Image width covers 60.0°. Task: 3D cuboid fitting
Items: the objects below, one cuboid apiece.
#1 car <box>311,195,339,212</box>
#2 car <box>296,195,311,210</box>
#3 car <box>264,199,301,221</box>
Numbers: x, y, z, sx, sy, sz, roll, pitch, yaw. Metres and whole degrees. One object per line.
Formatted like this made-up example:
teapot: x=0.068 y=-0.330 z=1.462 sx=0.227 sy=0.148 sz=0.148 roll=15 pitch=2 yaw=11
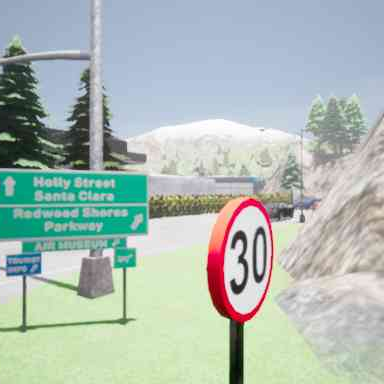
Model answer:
car: x=17.225 y=1.526 z=42.496 sx=2.097 sy=1.767 sz=4.553 roll=0 pitch=0 yaw=36
car: x=15.792 y=1.479 z=46.648 sx=2.150 sy=2.045 sz=5.566 roll=0 pitch=0 yaw=36
car: x=7.462 y=1.665 z=29.016 sx=2.128 sy=1.511 sz=4.902 roll=0 pitch=0 yaw=36
